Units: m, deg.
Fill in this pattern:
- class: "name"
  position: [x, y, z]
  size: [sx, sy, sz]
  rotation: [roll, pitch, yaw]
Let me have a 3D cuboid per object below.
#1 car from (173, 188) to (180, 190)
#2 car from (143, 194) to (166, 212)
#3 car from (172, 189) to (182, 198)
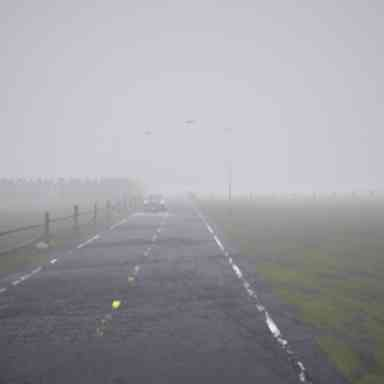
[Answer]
- class: "car"
  position: [-3.932, 0.106, 85.886]
  size: [2.150, 2.045, 5.566]
  rotation: [-1, 1, -4]
- class: "car"
  position: [-3.693, 0.960, 33.334]
  size: [2.097, 1.767, 4.553]
  rotation: [-1, 1, -2]
- class: "car"
  position: [-3.222, 0.619, 75.904]
  size: [1.895, 1.301, 4.718]
  rotation: [-1, 1, -4]
